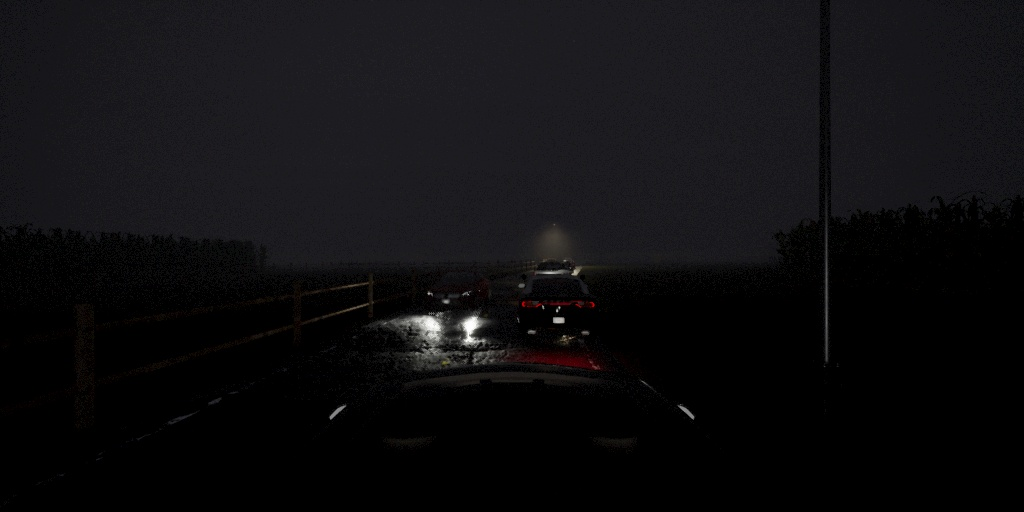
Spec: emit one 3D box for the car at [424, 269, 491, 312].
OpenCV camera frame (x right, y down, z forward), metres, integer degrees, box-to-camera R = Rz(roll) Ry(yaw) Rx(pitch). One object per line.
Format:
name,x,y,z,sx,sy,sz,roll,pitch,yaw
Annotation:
car,-2.002,1.270,14.481,1.812,1.442,4.674,0,0,6

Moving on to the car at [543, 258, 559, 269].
car,6.167,1.169,56.555,1.882,1.535,5.008,0,0,13

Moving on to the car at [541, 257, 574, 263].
car,2.257,1.089,19.917,2.097,1.767,4.553,0,0,8

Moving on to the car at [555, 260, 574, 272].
car,6.719,1.270,45.860,1.994,1.385,4.181,0,0,13

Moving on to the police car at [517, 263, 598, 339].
police car,1.197,1.172,10.267,1.930,1.638,5.238,0,0,4
